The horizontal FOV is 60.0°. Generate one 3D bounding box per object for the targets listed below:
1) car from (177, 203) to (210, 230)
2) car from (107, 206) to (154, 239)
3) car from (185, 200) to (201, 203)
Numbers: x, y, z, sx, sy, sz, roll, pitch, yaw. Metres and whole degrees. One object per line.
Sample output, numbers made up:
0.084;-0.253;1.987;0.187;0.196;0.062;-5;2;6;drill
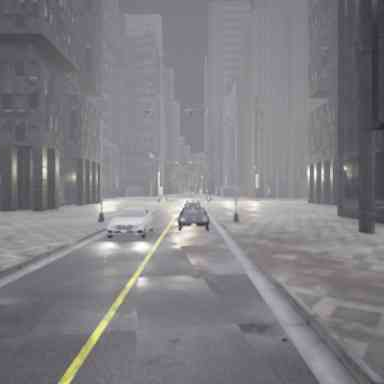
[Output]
0.099;1.575;20.879;1.895;1.301;4.718;0;0;0;car
-3.082;1.504;17.465;1.812;1.442;4.674;0;0;0;car
0.095;1.546;39.568;1.895;1.301;4.718;0;0;0;car
